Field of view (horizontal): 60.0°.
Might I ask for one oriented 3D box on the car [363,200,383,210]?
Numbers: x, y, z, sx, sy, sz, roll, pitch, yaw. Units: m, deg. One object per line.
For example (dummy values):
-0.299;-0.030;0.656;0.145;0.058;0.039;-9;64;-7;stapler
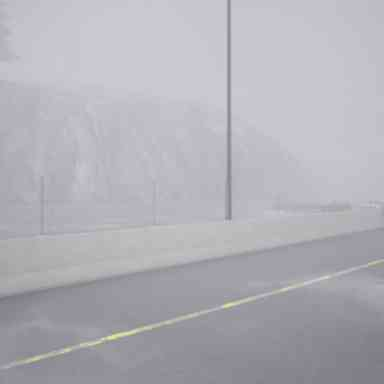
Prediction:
19.115;1.540;34.676;4.674;1.442;1.812;0;0;-44;car
